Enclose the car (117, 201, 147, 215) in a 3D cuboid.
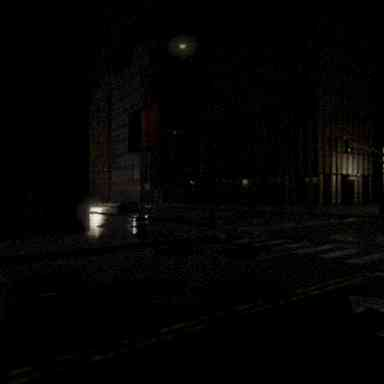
[{"bbox_3d":[-6.902,1.812,37.839,1.837,1.490,4.892,0,1,-36],"label":"car"}]
